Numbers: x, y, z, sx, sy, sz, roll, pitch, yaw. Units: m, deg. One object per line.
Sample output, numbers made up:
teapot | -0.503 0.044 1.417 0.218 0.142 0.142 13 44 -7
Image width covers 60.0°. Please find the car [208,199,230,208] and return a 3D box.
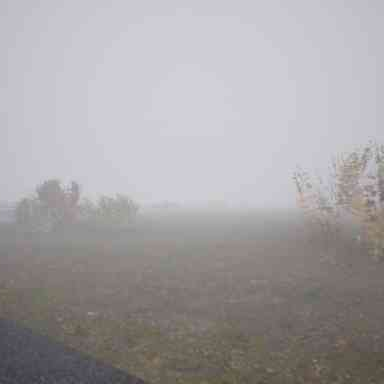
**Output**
car | 4.681 2.004 57.639 1.882 1.535 5.008 -1 -1 37

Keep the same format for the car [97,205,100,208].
car | -10.291 1.865 43.051 1.837 1.490 4.892 -1 -1 36

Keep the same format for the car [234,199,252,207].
car | 10.124 2.108 65.249 1.882 1.535 5.008 -1 -1 36

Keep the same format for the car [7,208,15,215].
car | -16.240 1.796 34.789 2.033 1.411 5.357 -1 -1 36

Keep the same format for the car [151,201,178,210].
car | -4.253 2.074 51.420 1.895 1.301 4.718 -1 -1 36
